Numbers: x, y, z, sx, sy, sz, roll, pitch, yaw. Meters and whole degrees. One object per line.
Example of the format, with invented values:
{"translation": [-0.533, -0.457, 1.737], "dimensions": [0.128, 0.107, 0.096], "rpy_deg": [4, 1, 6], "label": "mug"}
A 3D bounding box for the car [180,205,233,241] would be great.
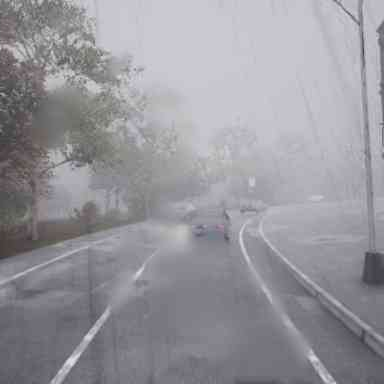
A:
{"translation": [1.001, 1.543, 16.599], "dimensions": [2.033, 1.411, 5.357], "rpy_deg": [-1, 0, 8], "label": "car"}

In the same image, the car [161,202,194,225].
{"translation": [-0.801, 1.565, 24.536], "dimensions": [1.837, 1.490, 4.892], "rpy_deg": [-2, -1, 15], "label": "car"}

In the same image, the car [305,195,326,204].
{"translation": [21.885, 1.214, 58.910], "dimensions": [4.674, 1.442, 1.812], "rpy_deg": [-2, -3, -38], "label": "car"}

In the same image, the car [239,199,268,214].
{"translation": [6.491, 1.467, 34.696], "dimensions": [2.033, 1.411, 5.357], "rpy_deg": [-3, -1, 26], "label": "car"}
